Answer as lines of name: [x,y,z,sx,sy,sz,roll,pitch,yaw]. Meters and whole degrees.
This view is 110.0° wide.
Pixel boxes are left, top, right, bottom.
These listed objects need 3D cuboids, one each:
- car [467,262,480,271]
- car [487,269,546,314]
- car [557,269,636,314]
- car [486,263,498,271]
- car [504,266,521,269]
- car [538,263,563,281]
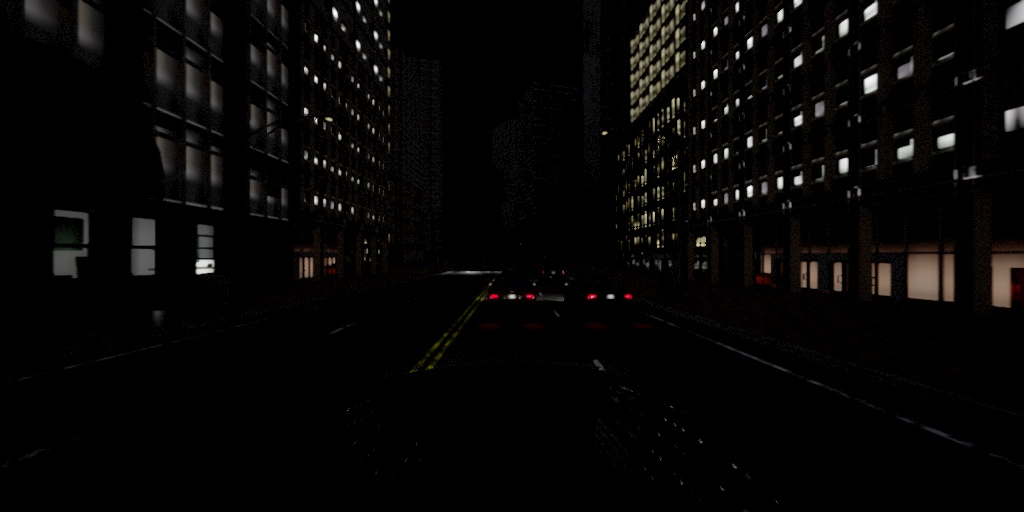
car: [-6.531,1.782,61.113,2.128,1.511,4.902,0,0,0]
car: [0.014,1.422,14.368,2.033,1.411,5.357,0,-1,0]
car: [3.265,1.422,14.372,2.033,1.411,5.357,0,-1,0]
car: [-3.291,1.829,59.995,2.033,1.411,5.357,0,0,0]
car: [0.035,1.555,30.748,1.812,1.442,4.674,0,0,1]
car: [3.282,1.376,30.257,2.097,1.767,4.553,0,-1,0]
